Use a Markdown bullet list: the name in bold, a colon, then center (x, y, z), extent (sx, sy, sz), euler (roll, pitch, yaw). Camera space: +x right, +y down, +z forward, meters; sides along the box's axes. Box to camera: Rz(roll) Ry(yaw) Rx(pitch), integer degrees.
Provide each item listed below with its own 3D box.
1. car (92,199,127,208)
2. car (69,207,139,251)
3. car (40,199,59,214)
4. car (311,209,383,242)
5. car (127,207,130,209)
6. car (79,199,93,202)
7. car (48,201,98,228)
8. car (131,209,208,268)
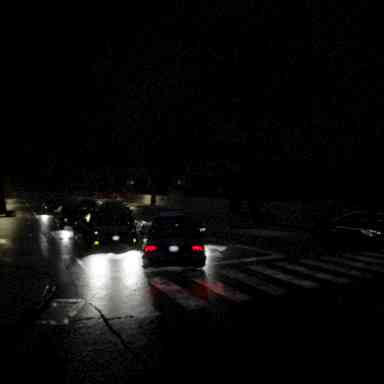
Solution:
- **car**: center (-5.819, 1.489, 24.899), extent (1.882, 1.535, 5.008), euler (0, 0, -28)
- **car**: center (-3.741, 1.527, 14.088), extent (1.994, 1.385, 4.181), euler (0, 0, -28)
- **car**: center (-14.286, 1.446, 33.885), extent (1.812, 1.442, 4.674), euler (0, 0, -28)
- **car**: center (7.753, 1.513, 14.801), extent (2.128, 1.511, 4.902), euler (0, 0, -38)
- **car**: center (-1.285, 1.542, 16.396), extent (2.033, 1.411, 5.357), euler (1, -1, -28)
- **car**: center (-10.724, 1.464, 34.108), extent (1.837, 1.490, 4.892), euler (0, 0, -28)
- **car**: center (-8.087, 1.535, 22.237), extent (2.033, 1.411, 5.357), euler (0, 0, -28)
- **car**: center (-0.616, 1.505, 11.040), extent (2.033, 1.411, 5.357), euler (0, 0, -4)
